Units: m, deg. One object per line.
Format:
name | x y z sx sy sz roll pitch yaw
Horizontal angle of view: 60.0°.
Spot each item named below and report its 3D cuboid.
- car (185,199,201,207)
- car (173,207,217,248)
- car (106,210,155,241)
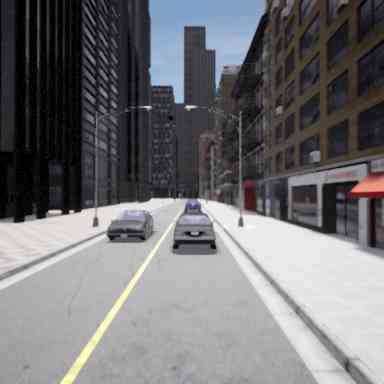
car | 0.110 1.643 44.018 2.097 1.767 4.553 0 0 0
car | 0.105 1.648 15.258 2.033 1.411 5.357 0 0 0
car | -3.095 1.664 17.834 2.033 1.411 5.357 0 0 0
